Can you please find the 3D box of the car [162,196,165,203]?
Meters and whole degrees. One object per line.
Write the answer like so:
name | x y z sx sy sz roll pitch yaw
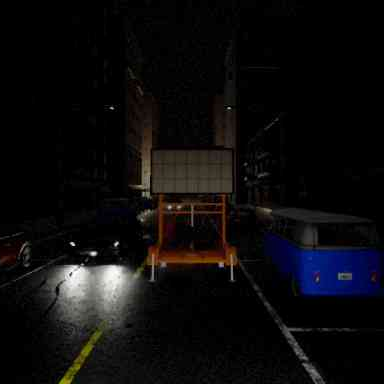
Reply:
car | -5.611 1.573 57.587 1.947 1.339 4.313 0 0 0

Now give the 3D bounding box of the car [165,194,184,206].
car | -2.947 1.229 57.015 2.150 2.045 5.566 0 0 0

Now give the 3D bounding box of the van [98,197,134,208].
van | -5.645 1.340 24.580 1.690 1.788 3.998 0 0 0

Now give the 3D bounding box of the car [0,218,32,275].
car | -5.661 1.440 8.075 1.967 1.590 4.097 0 0 0

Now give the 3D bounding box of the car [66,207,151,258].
car | -3.086 1.547 13.063 2.033 1.411 5.357 0 0 0

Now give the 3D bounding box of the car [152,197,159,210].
car | -5.628 1.567 41.083 1.947 1.339 4.313 0 0 0

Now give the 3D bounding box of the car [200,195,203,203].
car | 2.914 1.557 57.578 2.008 1.369 4.403 0 0 0

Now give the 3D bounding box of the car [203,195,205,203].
car | 2.903 1.443 46.576 1.967 1.590 4.097 0 0 0

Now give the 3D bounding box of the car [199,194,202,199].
car | 2.925 1.578 68.581 1.947 1.339 4.313 0 0 0

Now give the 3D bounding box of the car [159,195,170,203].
car | -5.601 1.452 68.590 1.967 1.590 4.097 0 0 0

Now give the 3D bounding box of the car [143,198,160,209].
car | -5.622 1.585 46.584 1.802 1.307 4.206 0 0 0

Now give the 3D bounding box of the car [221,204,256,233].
car | 2.876 1.581 19.069 1.802 1.307 4.206 0 0 0

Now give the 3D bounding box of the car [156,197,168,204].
car | -5.606 1.591 63.088 1.802 1.307 4.206 0 0 0

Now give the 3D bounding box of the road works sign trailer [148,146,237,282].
road works sign trailer | 0.010 0.464 9.747 2.380 3.560 2.880 0 0 0

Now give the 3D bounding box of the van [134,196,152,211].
van | -5.634 1.341 35.581 1.690 1.788 3.998 0 0 0

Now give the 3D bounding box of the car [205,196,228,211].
car | 2.892 1.315 35.573 2.192 1.841 5.009 0 0 0

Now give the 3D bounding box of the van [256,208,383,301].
van | 2.864 1.341 8.066 1.690 1.788 3.998 0 0 0

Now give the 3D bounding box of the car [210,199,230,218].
car | 2.887 1.582 30.071 1.802 1.307 4.206 0 0 0

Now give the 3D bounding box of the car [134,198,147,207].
car | -5.639 1.550 30.080 2.008 1.369 4.403 0 0 0
